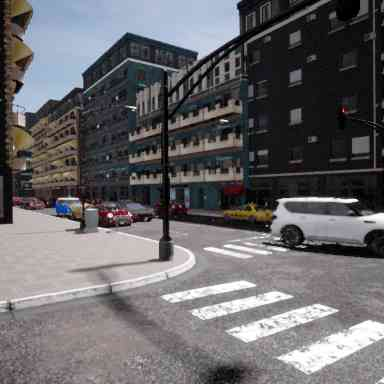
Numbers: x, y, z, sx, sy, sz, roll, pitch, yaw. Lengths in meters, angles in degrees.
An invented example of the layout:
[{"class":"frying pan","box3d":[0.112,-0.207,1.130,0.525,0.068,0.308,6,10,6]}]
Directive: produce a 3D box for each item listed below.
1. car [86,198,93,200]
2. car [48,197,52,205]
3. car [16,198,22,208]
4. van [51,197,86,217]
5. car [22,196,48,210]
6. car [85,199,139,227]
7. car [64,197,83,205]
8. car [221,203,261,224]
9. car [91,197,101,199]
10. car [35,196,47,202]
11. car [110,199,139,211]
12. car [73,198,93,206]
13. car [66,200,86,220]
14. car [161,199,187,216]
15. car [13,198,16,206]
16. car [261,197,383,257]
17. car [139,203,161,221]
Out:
[{"class":"car","box3d":[-14.177,1.669,40.097,2.033,1.411,5.357,-1,0,-35]},{"class":"car","box3d":[-25.360,1.647,61.197,1.837,1.490,4.892,-1,0,-36]},{"class":"car","box3d":[-25.151,1.770,50.954,1.947,1.339,4.313,-1,1,-36]},{"class":"van","box3d":[-12.276,1.483,32.947,1.690,1.788,3.998,-1,1,-36]},{"class":"car","box3d":[-21.934,1.628,46.452,1.967,1.590,4.097,-1,1,-36]},{"class":"car","box3d":[-5.835,1.553,23.946,1.967,1.590,4.097,-1,1,-36]},{"class":"car","box3d":[-21.556,1.645,60.330,2.008,1.369,4.403,-1,1,-36]},{"class":"car","box3d":[4.102,1.498,24.458,1.752,1.417,4.829,-1,1,-36]},{"class":"car","box3d":[-15.118,1.502,51.326,1.967,1.590,4.097,-1,1,-36]},{"class":"car","box3d":[-37.654,1.728,82.836,1.887,1.381,4.507,-1,1,-36]},{"class":"car","box3d":[-8.677,1.582,42.324,2.008,1.369,4.403,-1,1,-36]},{"class":"car","box3d":[-18.336,1.644,55.828,1.947,1.339,4.313,-1,1,-36]},{"class":"car","box3d":[-8.955,1.652,28.309,1.752,1.417,4.829,-1,1,-36]},{"class":"car","box3d":[-2.239,1.441,33.321,1.967,1.590,4.097,-1,1,-36]},{"class":"car","box3d":[-31.591,1.783,59.957,1.887,1.381,4.507,-1,1,-36]},{"class":"car","box3d":[5.961,1.245,13.592,5.566,2.045,2.150,-1,1,41]},{"class":"car","box3d":[-4.983,1.627,27.207,2.033,1.411,5.357,-1,0,-36]}]
